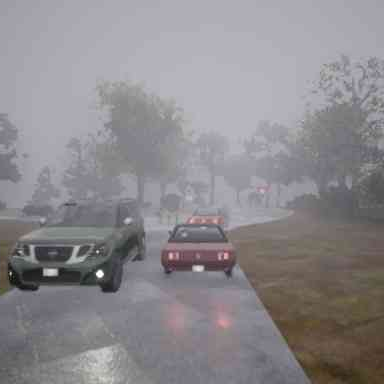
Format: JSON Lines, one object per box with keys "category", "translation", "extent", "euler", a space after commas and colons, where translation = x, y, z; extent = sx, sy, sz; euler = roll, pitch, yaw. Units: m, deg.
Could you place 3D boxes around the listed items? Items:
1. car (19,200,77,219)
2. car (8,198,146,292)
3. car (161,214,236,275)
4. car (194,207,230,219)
{"category": "car", "translation": [-12.794, 1.511, 29.442], "extent": [5.357, 1.411, 2.033], "euler": [0, 0, 31]}
{"category": "car", "translation": [-2.684, 1.209, 9.255], "extent": [2.150, 2.045, 5.566], "euler": [0, 0, 2]}
{"category": "car", "translation": [0.187, 1.588, 10.368], "extent": [1.895, 1.301, 4.718], "euler": [0, 0, 1]}
{"category": "car", "translation": [1.149, 1.576, 20.071], "extent": [1.895, 1.301, 4.718], "euler": [0, 0, 13]}
